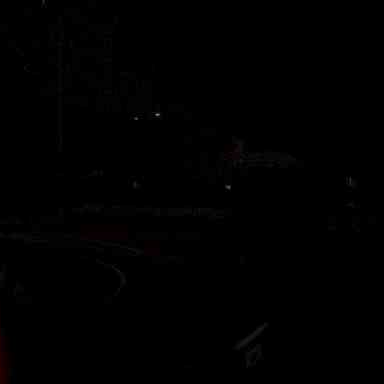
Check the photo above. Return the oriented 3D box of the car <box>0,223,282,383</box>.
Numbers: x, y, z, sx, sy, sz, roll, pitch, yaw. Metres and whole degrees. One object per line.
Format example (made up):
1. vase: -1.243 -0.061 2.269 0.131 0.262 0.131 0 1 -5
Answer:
1. car: -1.485 1.301 3.882 5.009 1.841 2.192 0 0 35
